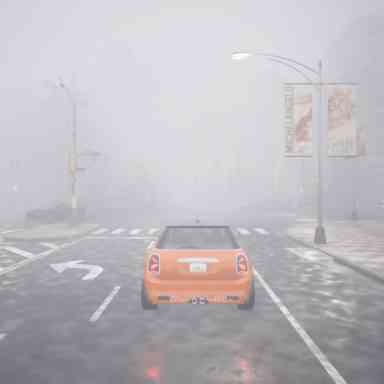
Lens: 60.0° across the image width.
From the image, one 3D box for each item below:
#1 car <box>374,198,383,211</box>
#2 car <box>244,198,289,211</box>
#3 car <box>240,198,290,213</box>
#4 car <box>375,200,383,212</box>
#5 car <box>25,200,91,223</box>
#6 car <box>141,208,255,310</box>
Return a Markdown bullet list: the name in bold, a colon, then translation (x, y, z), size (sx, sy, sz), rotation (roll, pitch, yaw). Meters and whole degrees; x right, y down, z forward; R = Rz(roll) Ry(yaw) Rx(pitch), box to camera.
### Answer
- **car**: translation (24.758, 1.503, 39.736), size (4.892, 1.490, 1.837), rotation (0, 0, 1)
- **car**: translation (8.847, 1.492, 39.928), size (4.902, 1.511, 2.128), rotation (0, 0, 1)
- **car**: translation (7.879, 1.546, 36.393), size (5.357, 1.411, 2.033), rotation (0, 0, -1)
- **car**: translation (23.073, 1.220, 36.281), size (5.566, 2.045, 2.150), rotation (0, 0, 1)
- **car**: translation (-10.513, 1.477, 25.904), size (1.882, 1.535, 5.008), rotation (-1, 0, 24)
- **car**: translation (0.112, 1.352, 7.994), size (2.097, 1.767, 4.553), rotation (0, 0, 0)
